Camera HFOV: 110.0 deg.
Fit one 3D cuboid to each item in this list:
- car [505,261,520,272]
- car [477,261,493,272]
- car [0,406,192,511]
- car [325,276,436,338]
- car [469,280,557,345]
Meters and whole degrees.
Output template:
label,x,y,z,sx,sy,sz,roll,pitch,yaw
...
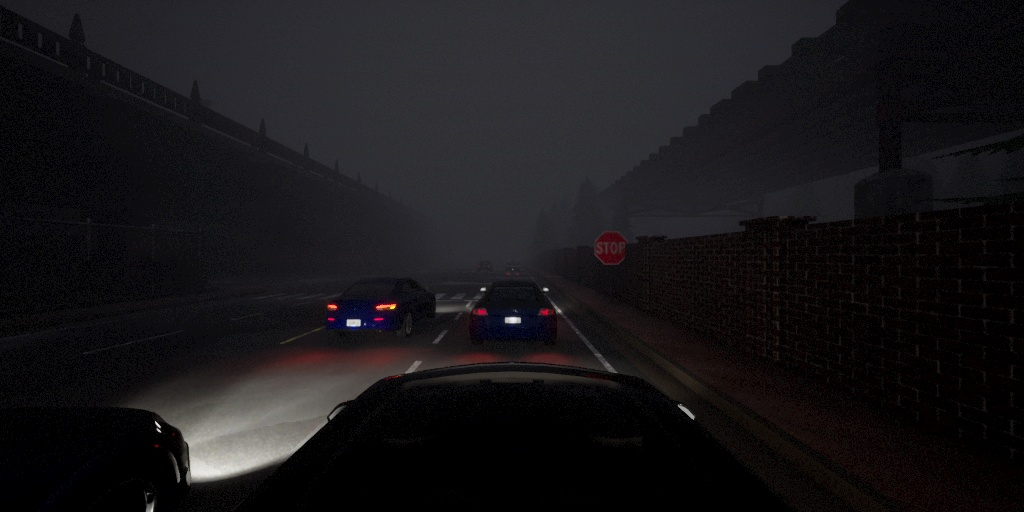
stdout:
label,x,y,z,sx,sy,sz,roll,pitch,yaw
car,0.065,1.351,46.241,1.895,1.301,4.718,0,0,-1
car,-3.429,1.297,46.050,2.033,1.411,5.357,0,0,-1
car,-3.399,1.314,0.935,1.994,1.385,4.181,0,0,0
car,-3.420,1.276,10.031,1.812,1.442,4.674,0,0,0
car,0.062,1.314,9.511,1.994,1.385,4.181,0,0,1
